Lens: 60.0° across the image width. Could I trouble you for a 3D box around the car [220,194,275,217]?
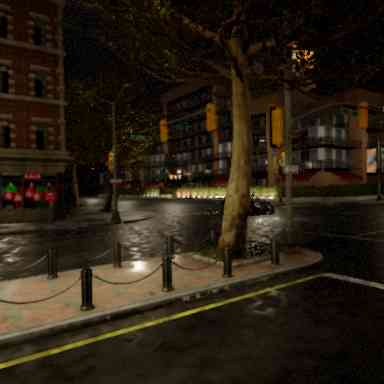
[{"bbox_3d":[4.237,0.920,25.873,2.097,1.767,4.553,-2,1,-36],"label":"car"}]
